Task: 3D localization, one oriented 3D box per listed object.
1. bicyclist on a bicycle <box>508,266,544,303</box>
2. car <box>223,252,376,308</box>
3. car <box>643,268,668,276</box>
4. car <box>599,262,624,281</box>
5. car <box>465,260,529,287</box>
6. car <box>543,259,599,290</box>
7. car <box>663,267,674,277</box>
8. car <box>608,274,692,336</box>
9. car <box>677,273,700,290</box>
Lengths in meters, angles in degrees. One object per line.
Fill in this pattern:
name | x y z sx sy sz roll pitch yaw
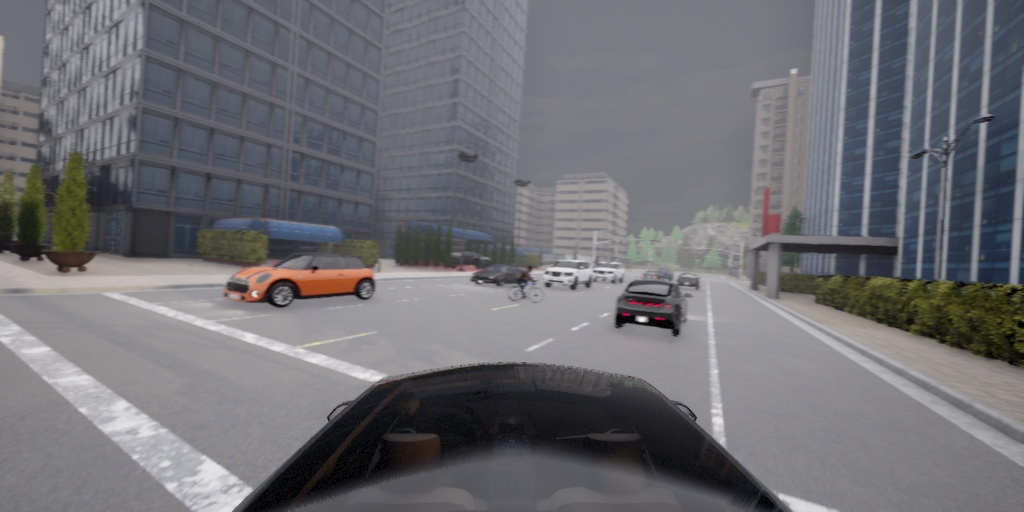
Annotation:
bicyclist on a bicycle | 0.629 1.250 15.902 1.656 1.620 0.582 3 0 16
car | -7.061 0.662 12.475 2.097 1.767 4.553 4 0 28
car | 14.965 2.266 38.201 2.033 1.411 5.357 4 0 29
car | 9.762 1.609 36.158 2.150 2.045 5.566 4 0 29
car | -0.657 1.269 24.354 2.033 1.411 5.357 4 0 28
car | 4.194 1.251 25.934 2.150 2.045 5.566 4 0 29
car | 20.855 2.449 49.103 2.097 1.767 4.553 4 0 29
car | 4.746 1.560 11.968 1.837 1.490 4.892 4 0 29
car | 16.854 2.361 34.261 1.812 1.442 4.674 4 0 28
